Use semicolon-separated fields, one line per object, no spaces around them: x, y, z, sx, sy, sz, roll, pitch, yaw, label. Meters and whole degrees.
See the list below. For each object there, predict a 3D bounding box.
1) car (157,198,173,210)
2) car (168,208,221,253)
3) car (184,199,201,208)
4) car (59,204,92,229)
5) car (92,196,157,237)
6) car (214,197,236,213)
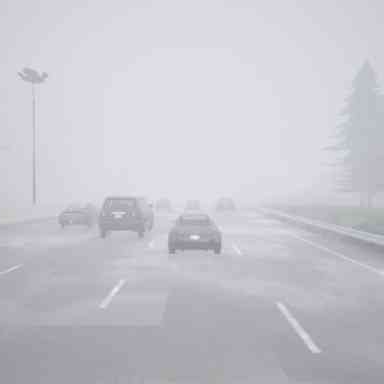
-3.427;1.486;40.560;1.837;1.490;4.892;0;0;0;car
0.103;1.558;13.654;1.994;1.385;4.181;0;0;0;car
0.080;1.531;38.132;2.033;1.411;5.357;0;0;0;car
-6.897;1.483;21.468;2.128;1.511;4.902;0;0;0;car
-3.398;1.214;18.027;2.150;2.045;5.566;0;0;0;car
3.581;1.334;37.229;2.097;1.767;4.553;0;0;0;car
